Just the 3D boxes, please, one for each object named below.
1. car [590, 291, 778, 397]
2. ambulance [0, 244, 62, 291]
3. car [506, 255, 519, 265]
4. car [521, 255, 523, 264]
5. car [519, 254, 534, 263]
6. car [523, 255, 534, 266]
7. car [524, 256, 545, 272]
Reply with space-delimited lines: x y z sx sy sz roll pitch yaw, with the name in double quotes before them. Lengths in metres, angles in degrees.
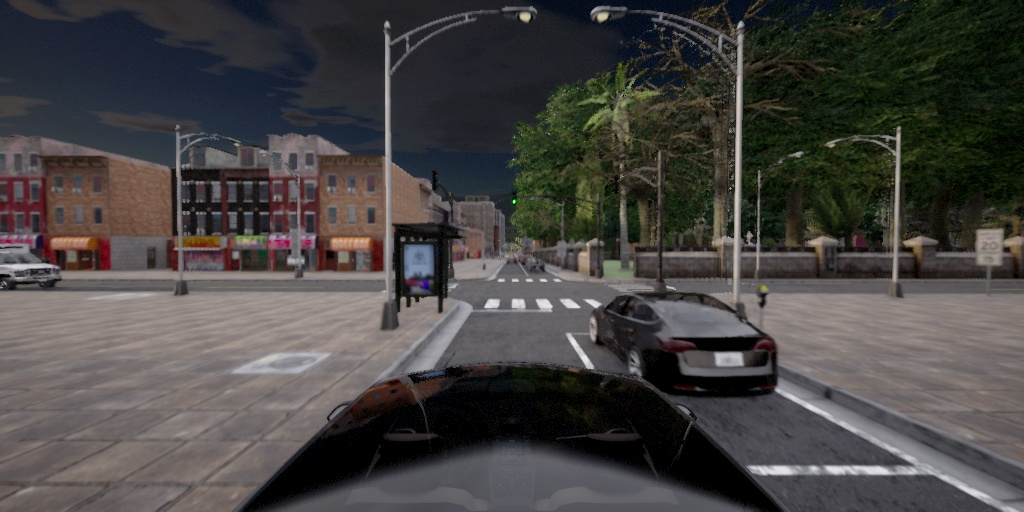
"car" 2.638 1.264 6.425 1.948 1.339 4.313 0 0 0
"ambulance" -27.730 0.560 18.753 6.366 2.431 2.351 0 1 0
"car" 0.006 0.753 63.488 1.812 1.442 4.674 0 0 0
"car" 2.642 0.863 49.836 2.007 1.370 4.403 0 0 0
"car" 2.642 0.592 55.284 2.192 1.841 5.009 0 0 0
"car" 2.641 0.876 44.554 1.751 1.417 4.829 0 0 0
"car" 2.641 0.943 38.936 2.007 1.370 4.403 0 0 0
